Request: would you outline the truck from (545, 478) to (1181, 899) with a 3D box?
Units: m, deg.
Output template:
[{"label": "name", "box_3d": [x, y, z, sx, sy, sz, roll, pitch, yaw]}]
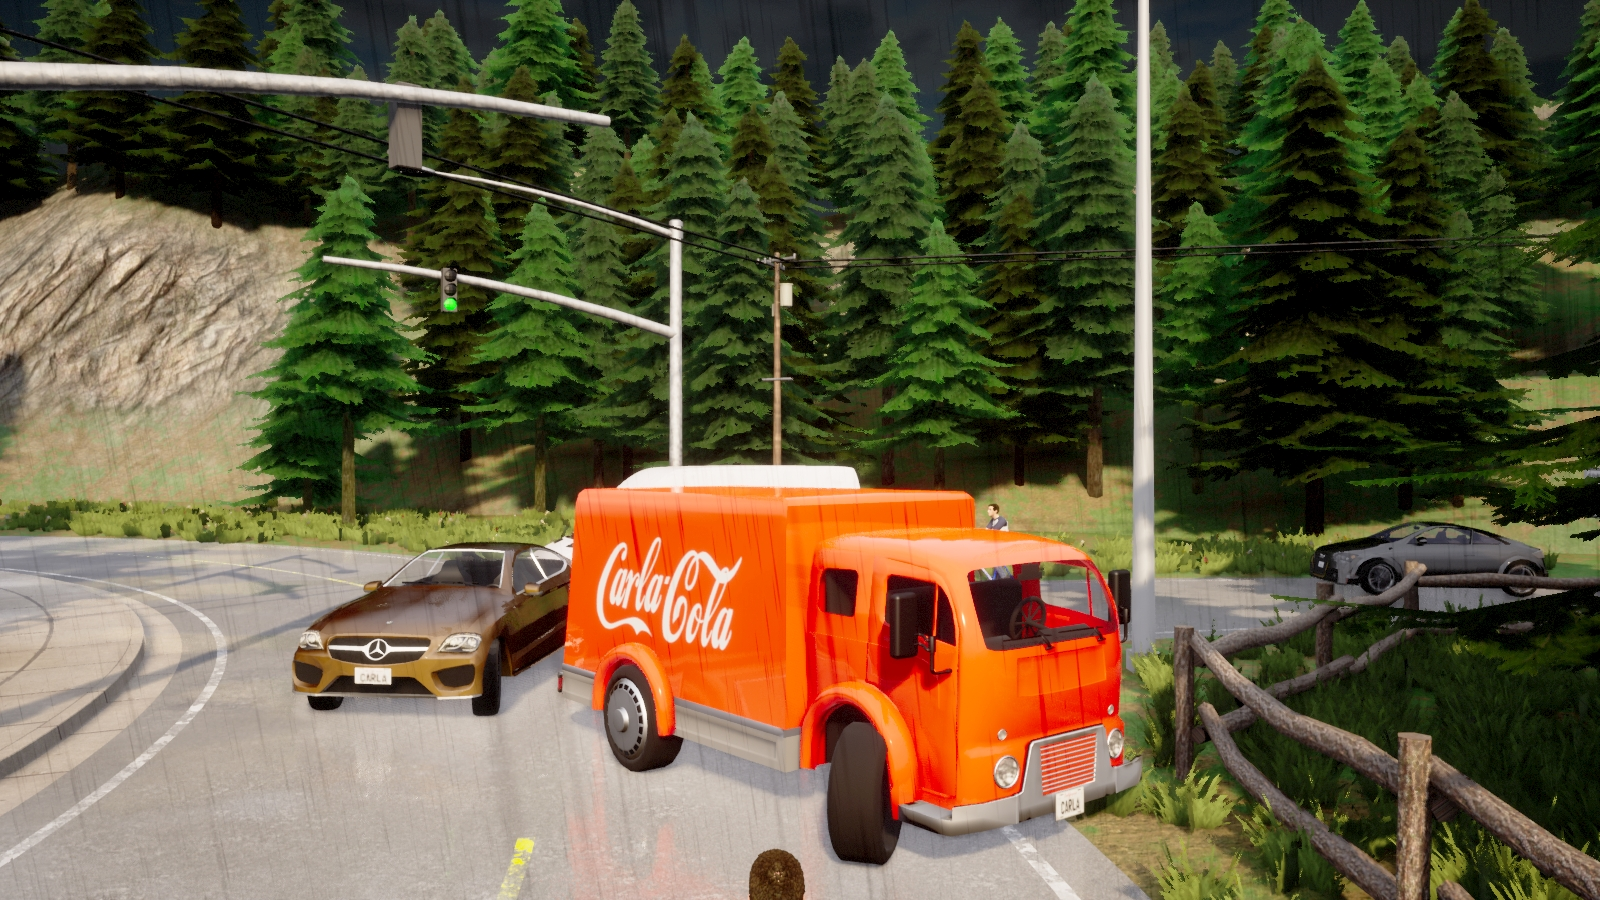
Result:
[{"label": "truck", "box_3d": [0.202, 1.542, 9.769, 2.627, 2.467, 5.204, 0, 0, -39]}]

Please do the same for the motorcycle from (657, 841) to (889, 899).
[{"label": "motorcycle", "box_3d": [-0.074, 2.159, 3.526, 0.803, 1.199, 2.033, 0, 0, -2]}]

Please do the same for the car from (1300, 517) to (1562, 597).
[{"label": "car", "box_3d": [12.589, 2.119, 23.051, 4.181, 1.385, 1.994, 0, 0, 6]}]

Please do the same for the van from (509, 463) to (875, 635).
[{"label": "van", "box_3d": [-1.776, 1.528, 19.549, 5.915, 2.561, 1.988, 0, 0, -27]}]

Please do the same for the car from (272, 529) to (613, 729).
[{"label": "car", "box_3d": [-4.038, 1.970, 14.038, 2.152, 1.651, 5.027, 0, 0, 6]}]
